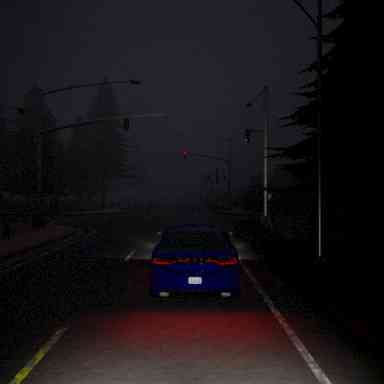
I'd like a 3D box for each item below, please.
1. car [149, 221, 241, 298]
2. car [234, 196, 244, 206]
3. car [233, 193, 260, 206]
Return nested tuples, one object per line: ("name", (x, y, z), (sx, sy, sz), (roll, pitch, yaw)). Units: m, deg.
("car", (0.079, 1.478, 8.597), (1.882, 1.535, 5.008), (0, 0, 1))
("car", (8.958, 1.144, 49.548), (4.605, 1.855, 1.932), (0, 0, 0))
("car", (8.549, 1.146, 52.059), (3.866, 1.878, 1.905), (0, 0, 0))
